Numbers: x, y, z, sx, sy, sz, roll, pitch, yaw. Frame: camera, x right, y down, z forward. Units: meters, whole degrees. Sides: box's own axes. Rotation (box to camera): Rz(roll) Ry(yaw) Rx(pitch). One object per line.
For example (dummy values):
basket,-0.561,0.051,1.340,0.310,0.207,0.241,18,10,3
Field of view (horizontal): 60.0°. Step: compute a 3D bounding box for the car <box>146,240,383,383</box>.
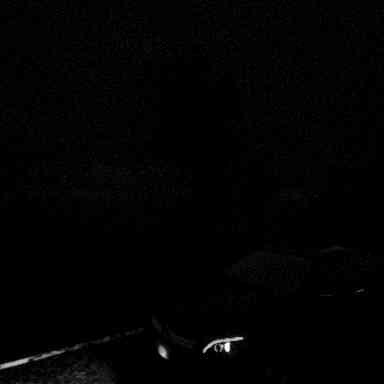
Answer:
car,1.571,1.533,5.112,4.674,1.442,1.812,0,0,-35
